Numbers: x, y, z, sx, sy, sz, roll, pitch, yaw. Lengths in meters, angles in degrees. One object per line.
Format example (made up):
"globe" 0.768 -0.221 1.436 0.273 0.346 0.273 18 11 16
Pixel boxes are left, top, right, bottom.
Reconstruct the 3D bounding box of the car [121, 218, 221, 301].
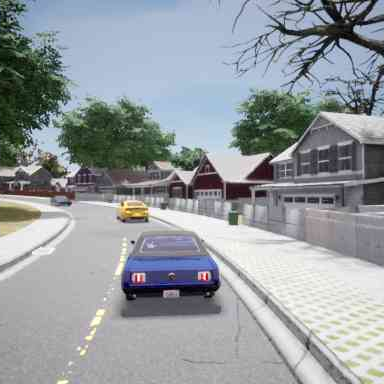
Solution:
"car" -0.607 1.596 8.368 1.895 1.301 4.718 0 0 -6

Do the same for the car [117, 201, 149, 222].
"car" -4.615 1.395 25.552 1.882 1.535 5.008 0 0 -19

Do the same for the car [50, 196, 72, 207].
"car" -17.932 1.198 45.410 2.033 1.411 5.357 0 1 -35
